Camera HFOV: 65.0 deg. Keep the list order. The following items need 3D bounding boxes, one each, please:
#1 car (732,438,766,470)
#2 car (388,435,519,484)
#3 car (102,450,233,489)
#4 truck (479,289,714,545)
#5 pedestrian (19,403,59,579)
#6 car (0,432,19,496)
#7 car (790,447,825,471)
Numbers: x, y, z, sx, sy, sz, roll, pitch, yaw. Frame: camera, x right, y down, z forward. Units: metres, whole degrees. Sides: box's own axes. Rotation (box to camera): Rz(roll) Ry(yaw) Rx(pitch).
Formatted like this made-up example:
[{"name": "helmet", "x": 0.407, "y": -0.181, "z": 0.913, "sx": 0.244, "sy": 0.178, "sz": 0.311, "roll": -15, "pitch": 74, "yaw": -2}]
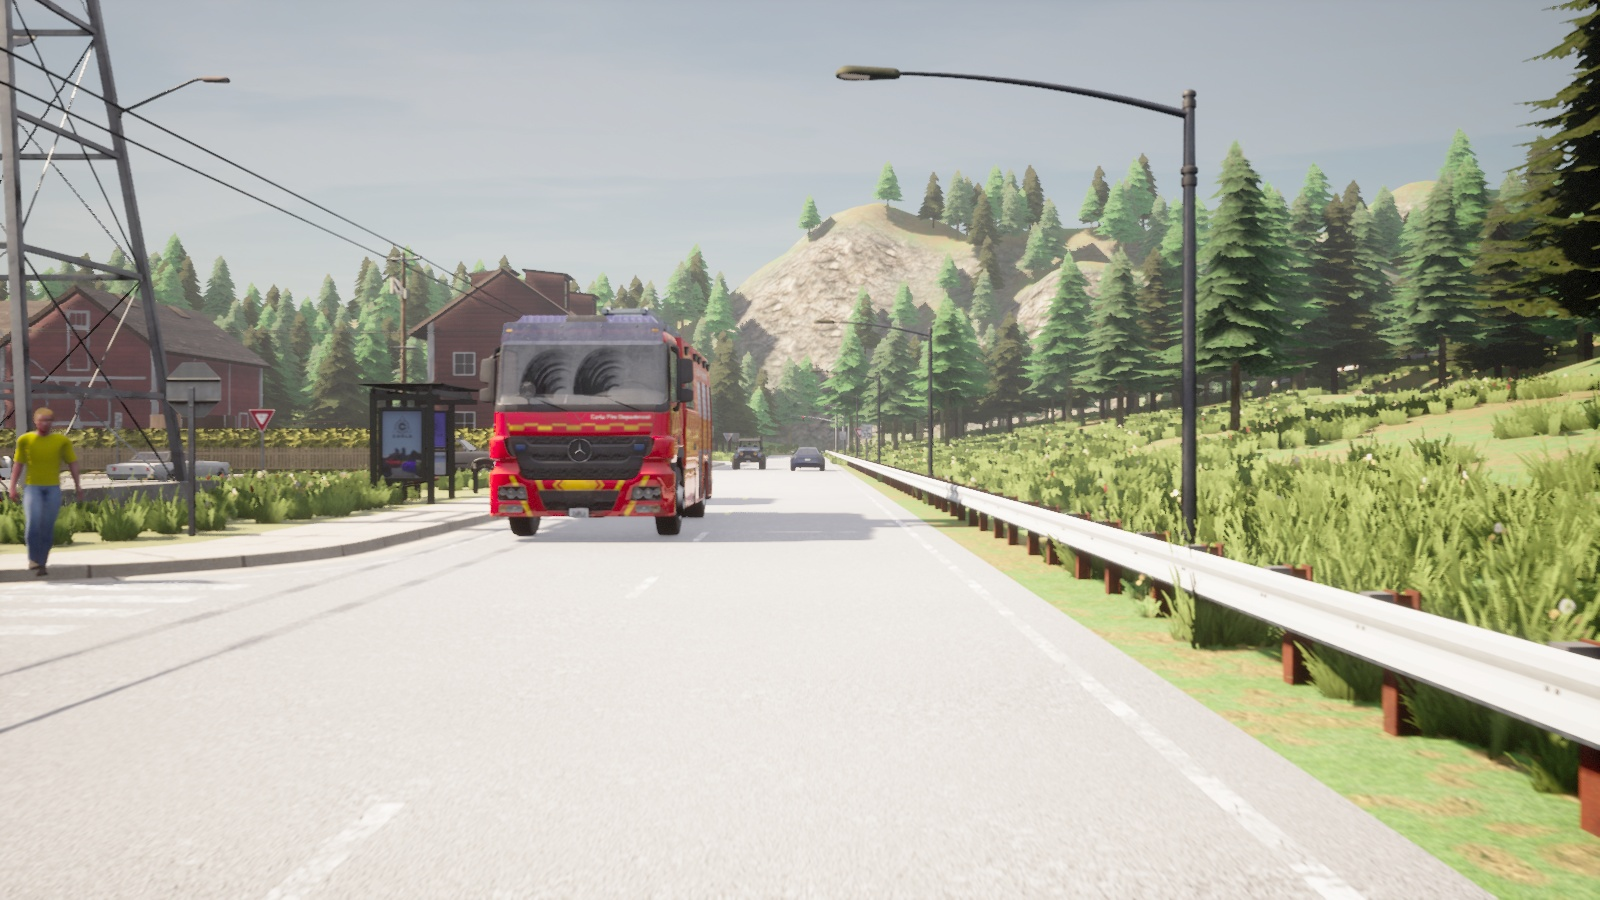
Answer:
[{"name": "car", "x": -3.037, "y": 0.233, "z": 75.326, "sx": 1.905, "sy": 1.878, "sz": 3.866, "roll": 0, "pitch": 0, "yaw": 0}, {"name": "car", "x": -13.648, "y": 0.352, "z": 49.627, "sx": 4.605, "sy": 1.855, "sz": 1.932, "roll": 0, "pitch": 0, "yaw": 0}, {"name": "car", "x": -22.245, "y": 0.648, "z": 44.425, "sx": 1.895, "sy": 1.301, "sz": 4.718, "roll": 0, "pitch": 0, "yaw": 6}, {"name": "truck", "x": -3.346, "y": -0.515, "z": 23.070, "sx": 2.891, "sy": 3.827, "sz": 8.468, "roll": 0, "pitch": 0, "yaw": 0}, {"name": "pedestrian", "x": -8.182, "y": 0.424, "z": 13.500, "sx": 0.354, "sy": 1.836, "sz": 0.706, "roll": 0, "pitch": 0, "yaw": -32}, {"name": "car", "x": -25.103, "y": 0.398, "z": 35.794, "sx": 4.605, "sy": 1.855, "sz": 1.932, "roll": 0, "pitch": 0, "yaw": -39}, {"name": "car", "x": 0.451, "y": 0.512, "z": 73.239, "sx": 1.994, "sy": 1.385, "sz": 4.181, "roll": 0, "pitch": 0, "yaw": 0}]
